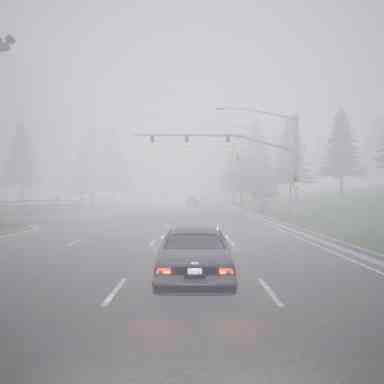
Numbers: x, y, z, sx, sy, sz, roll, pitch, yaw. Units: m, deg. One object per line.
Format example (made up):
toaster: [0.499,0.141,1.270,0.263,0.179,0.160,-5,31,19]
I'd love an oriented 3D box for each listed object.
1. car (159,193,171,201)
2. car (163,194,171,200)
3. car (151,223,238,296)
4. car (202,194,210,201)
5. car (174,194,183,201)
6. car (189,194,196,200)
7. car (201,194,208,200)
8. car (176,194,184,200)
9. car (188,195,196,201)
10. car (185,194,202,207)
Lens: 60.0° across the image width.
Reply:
car: [-6.950,1.215,83.528,2.150,2.045,5.566,0,0,0]
car: [-6.944,1.383,93.918,1.994,1.385,4.181,0,0,0]
car: [0.072,1.547,8.812,2.033,1.411,5.357,0,0,0]
car: [3.550,1.490,83.492,1.837,1.490,4.892,0,0,0]
car: [-3.450,1.515,83.913,1.812,1.442,4.674,0,0,0]
car: [0.056,1.308,93.914,1.882,1.535,5.008,0,0,0]
car: [3.556,1.308,93.912,1.882,1.535,5.008,0,0,0]
car: [-3.444,1.356,93.916,2.128,1.511,4.902,0,0,0]
car: [0.050,1.530,83.494,2.033,1.411,5.357,0,0,0]
car: [0.029,1.351,52.851,2.097,1.767,4.553,0,0,0]
